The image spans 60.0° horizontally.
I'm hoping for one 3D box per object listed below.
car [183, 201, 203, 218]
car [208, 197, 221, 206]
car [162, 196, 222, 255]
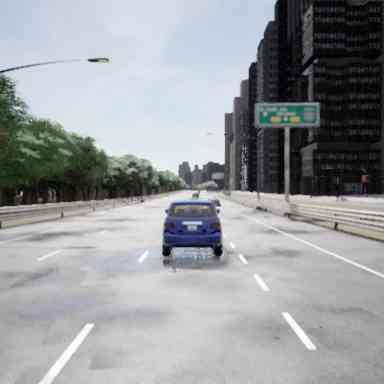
[{"bbox_3d":[0.118,1.709,33.451,1.812,1.442,4.674,0,0,0],"label":"car"},{"bbox_3d":[3.974,1.718,59.424,2.128,1.511,4.902,0,0,1],"label":"car"},{"bbox_3d":[0.019,1.310,13.841,2.150,2.045,5.566,0,0,0],"label":"car"}]
